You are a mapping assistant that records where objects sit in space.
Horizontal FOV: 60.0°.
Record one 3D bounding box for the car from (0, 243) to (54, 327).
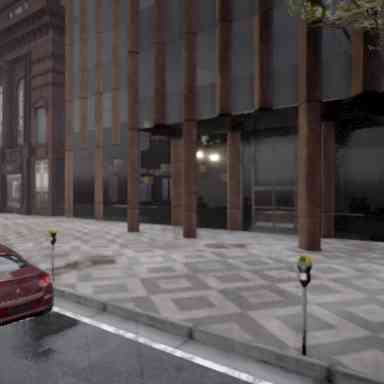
[{"bbox_3d":[-4.201,1.565,6.076,4.206,1.307,1.802,0,0,36],"label":"car"}]
